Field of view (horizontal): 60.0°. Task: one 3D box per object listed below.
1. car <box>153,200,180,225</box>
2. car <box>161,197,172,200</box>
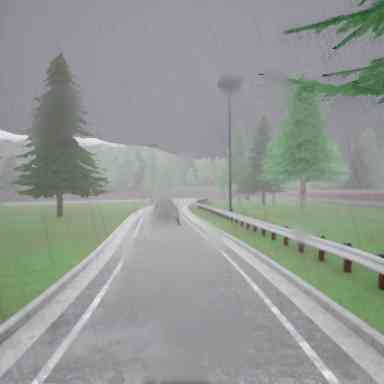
[{"bbox_3d":[-1.862,1.531,24.177,2.033,1.411,5.357,0,0,-6],"label":"car"},{"bbox_3d":[-3.279,1.476,43.041,1.837,1.490,4.892,0,0,-2],"label":"car"}]
